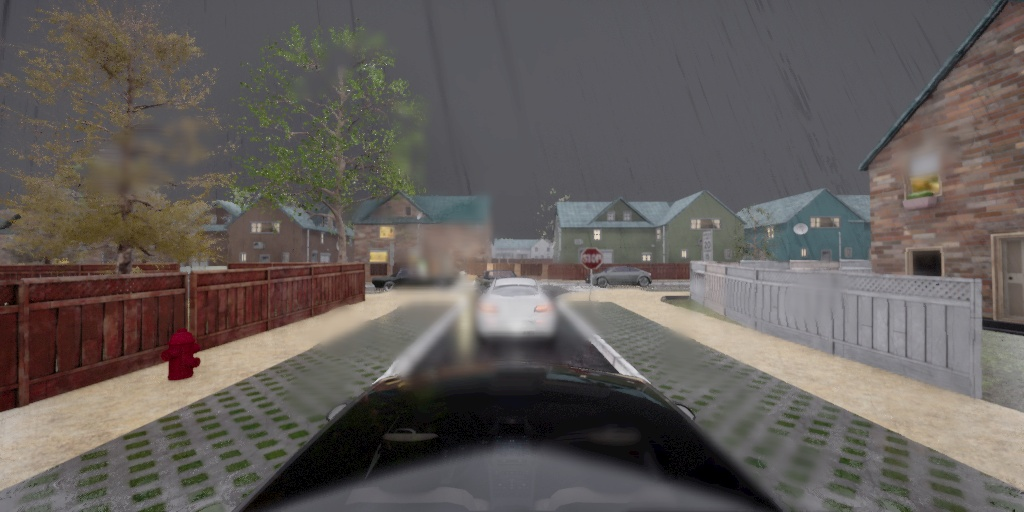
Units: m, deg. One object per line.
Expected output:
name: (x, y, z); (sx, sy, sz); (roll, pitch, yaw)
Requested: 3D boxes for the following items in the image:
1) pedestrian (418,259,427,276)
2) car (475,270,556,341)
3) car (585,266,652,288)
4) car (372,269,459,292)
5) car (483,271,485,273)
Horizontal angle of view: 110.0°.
pedestrian: (-6.709, 1.116, 26.808); (0.375, 1.860, 0.375); (0, -1, 1)
car: (0.100, 1.279, 9.721); (1.812, 1.442, 4.674); (0, 0, 0)
car: (6.982, 1.338, 23.714); (4.181, 1.385, 1.994); (0, -1, 0)
car: (-5.488, 1.414, 20.923); (4.718, 1.301, 1.895); (-1, -1, 1)
car: (-0.762, 1.364, 18.539); (1.895, 1.301, 4.718); (0, -1, -12)
